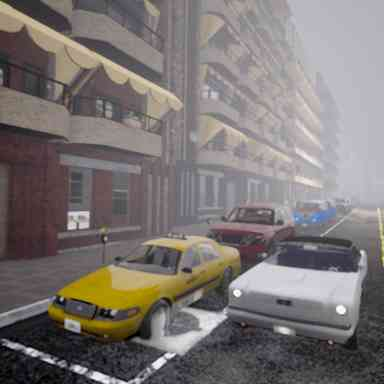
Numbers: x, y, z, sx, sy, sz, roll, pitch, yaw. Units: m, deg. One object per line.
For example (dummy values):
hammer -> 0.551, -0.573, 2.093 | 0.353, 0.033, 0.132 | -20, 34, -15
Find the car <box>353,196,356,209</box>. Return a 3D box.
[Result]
car -> 18.402, 1.504, 40.702 | 2.192, 1.841, 5.009 | 2, 1, 29

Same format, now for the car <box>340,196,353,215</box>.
car -> 15.718, 1.475, 35.867 | 2.192, 1.841, 5.009 | 2, 1, 29

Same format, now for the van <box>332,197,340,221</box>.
van -> 10.349, 1.445, 26.197 | 1.690, 1.788, 3.998 | 2, 1, 29

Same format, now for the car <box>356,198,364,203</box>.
car -> 42.555, 2.117, 84.224 | 1.802, 1.307, 4.206 | 1, 0, 29

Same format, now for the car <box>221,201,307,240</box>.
car -> 2.297, 1.350, 11.692 | 2.192, 1.841, 5.009 | 2, 1, 29

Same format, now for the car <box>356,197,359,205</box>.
car -> 23.766, 1.818, 50.376 | 1.947, 1.339, 4.313 | 2, 0, 29

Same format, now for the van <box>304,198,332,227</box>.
van -> 7.664, 1.420, 21.360 | 1.690, 1.788, 3.998 | 2, 1, 29

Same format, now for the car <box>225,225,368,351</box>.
car -> 2.352, 1.623, 6.557 | 1.895, 1.301, 4.718 | 0, 0, 29

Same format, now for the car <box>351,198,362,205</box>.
car -> 34.502, 1.946, 69.716 | 1.887, 1.381, 4.507 | 2, 0, 29

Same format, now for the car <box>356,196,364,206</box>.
car -> 31.824, 1.676, 64.879 | 2.192, 1.841, 5.009 | 2, 0, 29

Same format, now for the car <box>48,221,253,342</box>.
car -> -0.476, 1.540, 6.709 | 1.752, 1.417, 4.829 | 2, 1, 29
